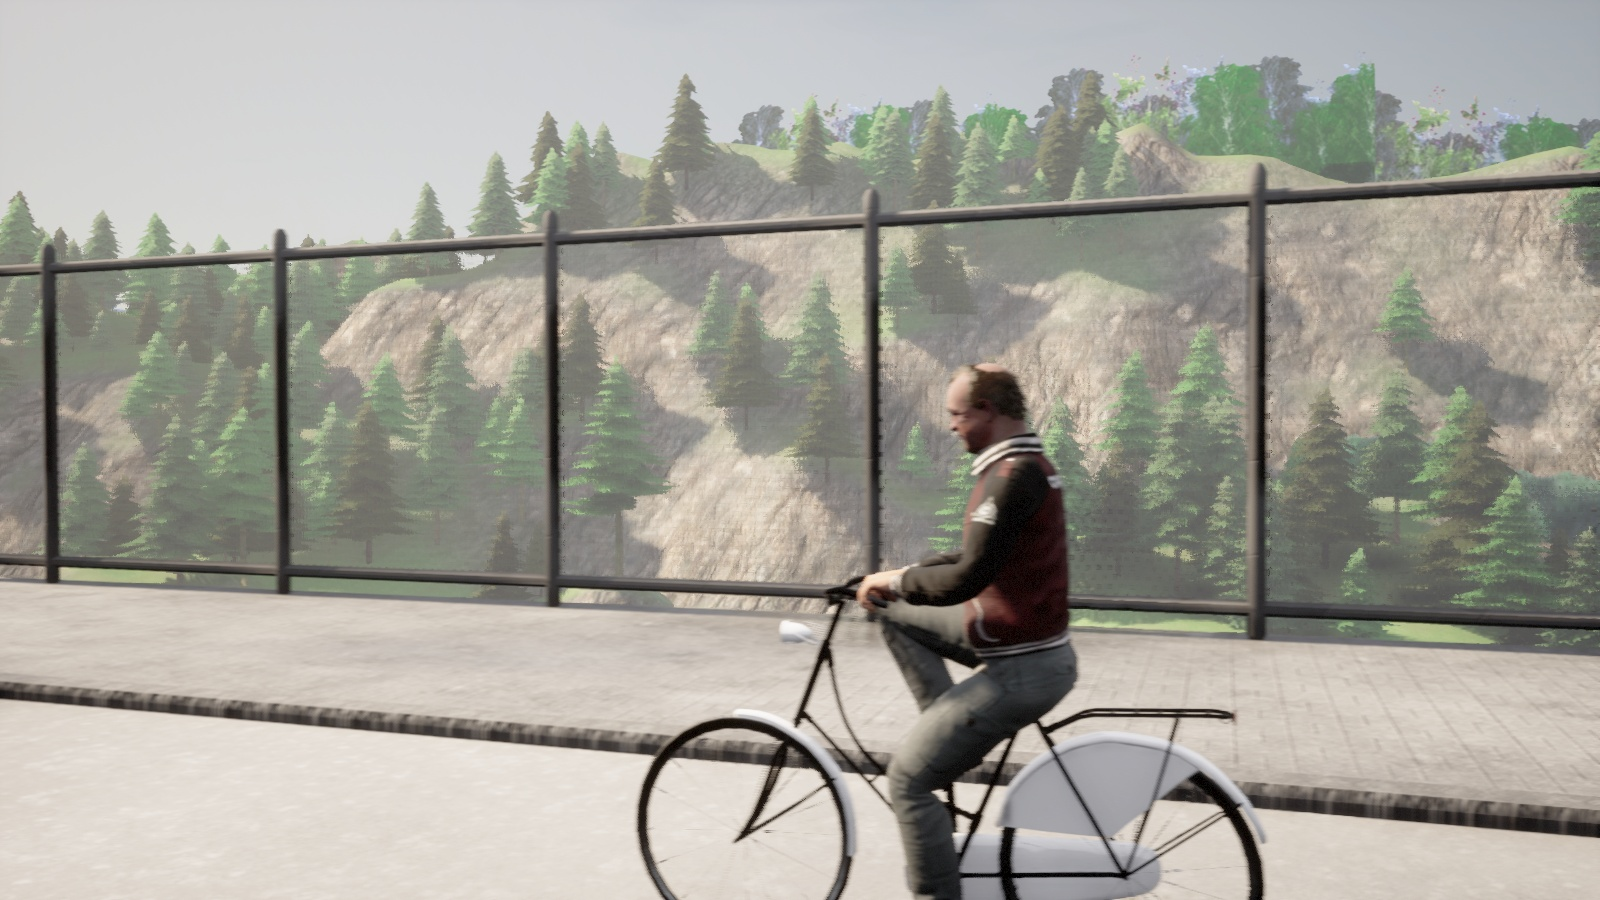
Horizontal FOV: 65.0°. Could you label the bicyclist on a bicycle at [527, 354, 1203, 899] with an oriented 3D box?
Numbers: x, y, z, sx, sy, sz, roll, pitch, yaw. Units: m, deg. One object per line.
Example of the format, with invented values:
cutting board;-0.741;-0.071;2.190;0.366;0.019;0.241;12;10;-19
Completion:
bicyclist on a bicycle;0.189;0.639;3.655;1.843;1.776;0.659;1;1;19
